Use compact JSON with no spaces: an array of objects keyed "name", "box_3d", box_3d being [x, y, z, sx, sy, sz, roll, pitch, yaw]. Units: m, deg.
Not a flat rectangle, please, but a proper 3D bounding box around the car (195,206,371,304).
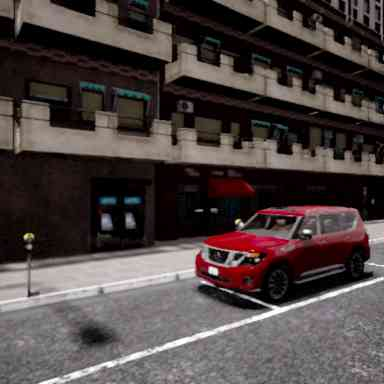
[{"name":"car","box_3d":[2.491,1.313,8.332,5.009,1.841,2.192,0,0,-36]}]
